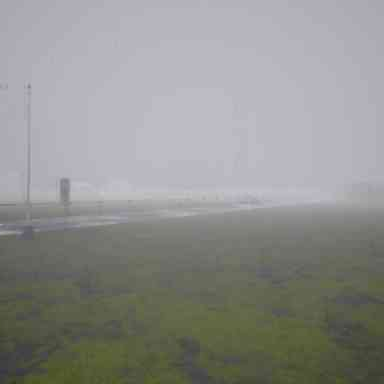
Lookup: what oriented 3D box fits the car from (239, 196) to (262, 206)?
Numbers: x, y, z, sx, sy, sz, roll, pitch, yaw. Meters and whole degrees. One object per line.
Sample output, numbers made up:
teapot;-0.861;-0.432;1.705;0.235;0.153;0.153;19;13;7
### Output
car;9.425;1.388;53.415;2.033;1.411;5.357;1;1;34
